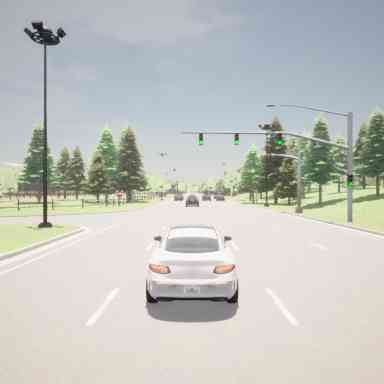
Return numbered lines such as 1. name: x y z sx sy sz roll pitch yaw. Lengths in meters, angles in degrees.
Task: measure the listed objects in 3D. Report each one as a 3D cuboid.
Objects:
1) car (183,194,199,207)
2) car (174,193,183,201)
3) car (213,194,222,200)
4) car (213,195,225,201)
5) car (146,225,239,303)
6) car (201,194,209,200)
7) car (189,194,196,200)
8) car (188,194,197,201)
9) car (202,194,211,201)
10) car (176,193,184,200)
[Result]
1. car: 0.059 1.352 51.938 2.097 1.767 4.553 0 0 0
2. car: -3.405 1.544 82.969 1.994 1.385 4.181 0 0 0
3. car: 7.106 1.385 92.993 1.994 1.385 4.181 0 0 0
4. car: 7.094 1.517 82.573 2.128 1.511 4.902 0 0 0
5. car: 0.015 1.526 8.065 1.812 1.442 4.674 0 0 0
6. car: 3.606 1.372 92.997 2.033 1.411 5.357 0 0 0
7. car: 0.106 1.332 93.001 1.837 1.490 4.892 0 0 0
8. car: 0.095 1.348 82.968 2.097 1.767 4.553 0 0 0
9. car: 3.595 1.348 82.964 2.097 1.767 4.553 0 0 0
10. car: -3.394 1.188 92.975 2.097 1.767 4.553 0 0 0
